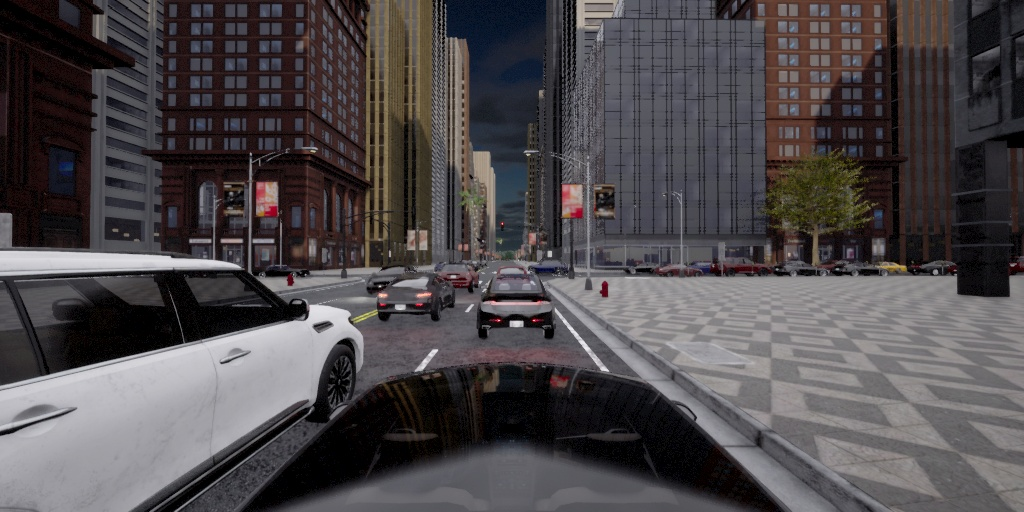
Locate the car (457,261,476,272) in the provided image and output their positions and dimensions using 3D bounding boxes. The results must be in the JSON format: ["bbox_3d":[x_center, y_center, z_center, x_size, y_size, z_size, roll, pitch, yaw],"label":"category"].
[{"bbox_3d":[-6.609,1.463,52.237,2.128,1.511,4.902,0,0,0],"label":"car"}]

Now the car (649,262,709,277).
[{"bbox_3d":[15.309,1.327,32.972,4.207,1.307,1.802,0,0,-1],"label":"car"}]

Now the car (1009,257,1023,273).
[{"bbox_3d":[49.136,0.971,33.505,5.009,1.841,2.192,0,0,-1],"label":"car"}]

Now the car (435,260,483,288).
[{"bbox_3d":[-3.153,1.142,21.404,2.097,1.767,4.553,0,0,0],"label":"car"}]

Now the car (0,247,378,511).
[{"bbox_3d":[-3.155,0.972,2.645,2.150,2.045,5.566,0,0,0],"label":"car"}]

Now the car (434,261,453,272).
[{"bbox_3d":[-9.849,1.496,51.962,1.812,1.442,4.674,0,0,0],"label":"car"}]

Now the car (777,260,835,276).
[{"bbox_3d":[26.585,1.275,33.150,4.313,1.339,1.948,0,0,-1],"label":"car"}]

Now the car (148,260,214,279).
[{"bbox_3d":[-32.225,1.325,35.001,4.553,1.767,2.097,0,-1,0],"label":"car"}]

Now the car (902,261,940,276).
[{"bbox_3d":[42.846,1.205,36.032,4.892,1.490,1.837,0,-1,-1],"label":"car"}]

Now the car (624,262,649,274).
[{"bbox_3d":[15.177,1.412,41.496,4.313,1.339,1.948,0,0,-1],"label":"car"}]

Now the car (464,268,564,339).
[{"bbox_3d":[0.097,1.249,10.112,2.128,1.511,4.902,0,0,0],"label":"car"}]

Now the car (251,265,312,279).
[{"bbox_3d":[-22.407,1.528,34.992,4.718,1.301,1.895,0,-1,-3],"label":"car"}]

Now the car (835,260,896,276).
[{"bbox_3d":[32.222,1.259,33.239,4.313,1.339,1.948,0,0,-1],"label":"car"}]

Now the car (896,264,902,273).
[{"bbox_3d":[43.199,1.294,41.937,4.829,1.417,1.751,0,0,-1],"label":"car"}]

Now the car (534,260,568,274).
[{"bbox_3d":[3.935,1.224,40.117,4.553,1.767,2.097,-1,-1,20],"label":"car"}]

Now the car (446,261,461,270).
[{"bbox_3d":[-9.841,1.558,60.884,1.812,1.442,4.674,0,0,0],"label":"car"}]

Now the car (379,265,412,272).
[{"bbox_3d":[-6.596,1.290,20.370,1.837,1.490,4.892,0,0,0],"label":"car"}]

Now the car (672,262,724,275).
[{"bbox_3d":[20.053,1.323,38.819,4.674,1.442,1.812,0,-1,-1],"label":"car"}]

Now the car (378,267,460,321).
[{"bbox_3d":[-3.152,1.288,12.423,1.812,1.442,4.674,0,0,0],"label":"car"}]

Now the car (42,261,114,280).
[{"bbox_3d":[-42.279,1.371,35.021,4.553,1.767,2.097,0,-1,1],"label":"car"}]

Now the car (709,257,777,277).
[{"bbox_3d":[20.947,1.040,33.061,5.009,1.841,2.192,0,0,-1],"label":"car"}]

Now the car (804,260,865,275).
[{"bbox_3d":[35.063,1.233,39.046,5.008,1.535,1.882,-1,-1,-1],"label":"car"}]

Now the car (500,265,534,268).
[{"bbox_3d":[-0.005,1.260,19.613,1.882,1.535,5.008,0,0,0],"label":"car"}]

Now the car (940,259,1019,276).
[{"bbox_3d":[43.498,1.212,33.417,4.507,1.381,1.888,0,0,-1],"label":"car"}]
